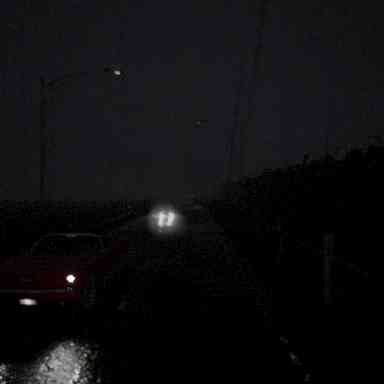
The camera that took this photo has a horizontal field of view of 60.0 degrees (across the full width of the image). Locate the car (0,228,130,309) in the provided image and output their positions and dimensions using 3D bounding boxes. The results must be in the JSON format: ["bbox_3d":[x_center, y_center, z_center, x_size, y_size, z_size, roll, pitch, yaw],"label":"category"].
[{"bbox_3d":[-2.841,1.597,7.971,1.895,1.301,4.718,0,0,0],"label":"car"}]

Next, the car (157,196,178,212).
[{"bbox_3d":[-2.878,1.479,37.898,2.128,1.511,4.902,0,0,0],"label":"car"}]

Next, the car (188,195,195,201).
[{"bbox_3d":[-0.080,1.399,84.628,1.812,1.442,4.674,0,0,0],"label":"car"}]

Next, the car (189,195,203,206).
[{"bbox_3d":[0.909,1.491,56.275,1.837,1.490,4.892,0,0,0],"label":"car"}]

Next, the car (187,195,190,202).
[{"bbox_3d":[-0.070,1.404,73.838,2.128,1.511,4.902,0,0,0],"label":"car"}]
